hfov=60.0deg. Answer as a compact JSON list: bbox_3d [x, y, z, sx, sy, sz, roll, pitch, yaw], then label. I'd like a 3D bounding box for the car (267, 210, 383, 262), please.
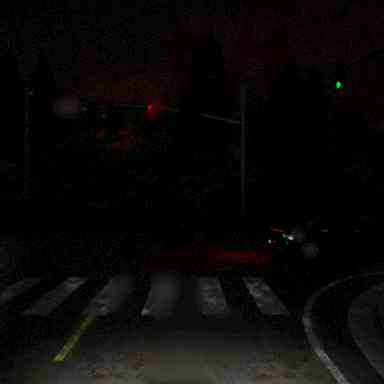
[{"bbox_3d":[5.005,1.390,11.034,4.892,1.490,1.837,0,1,0],"label":"car"}]
